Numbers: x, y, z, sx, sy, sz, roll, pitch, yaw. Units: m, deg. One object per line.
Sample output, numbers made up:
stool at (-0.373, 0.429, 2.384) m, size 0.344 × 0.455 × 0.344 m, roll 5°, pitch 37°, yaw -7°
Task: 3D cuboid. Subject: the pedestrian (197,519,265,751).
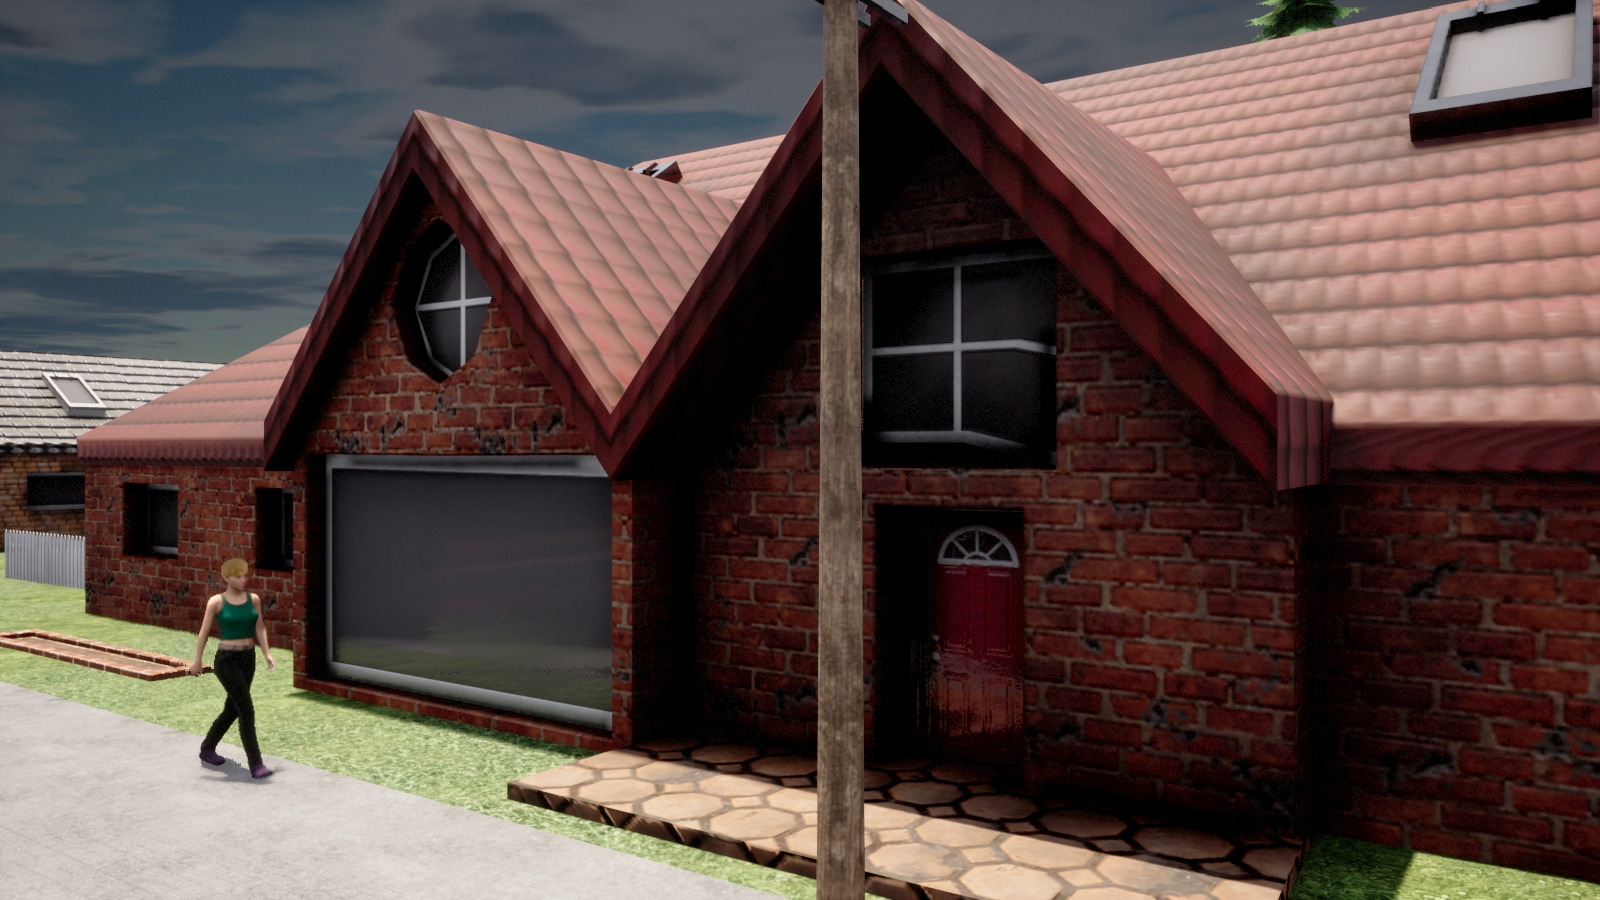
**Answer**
pedestrian at (-4.762, 1.524, 9.567) m, size 0.375 × 1.860 × 0.375 m, roll 0°, pitch 0°, yaw 32°
